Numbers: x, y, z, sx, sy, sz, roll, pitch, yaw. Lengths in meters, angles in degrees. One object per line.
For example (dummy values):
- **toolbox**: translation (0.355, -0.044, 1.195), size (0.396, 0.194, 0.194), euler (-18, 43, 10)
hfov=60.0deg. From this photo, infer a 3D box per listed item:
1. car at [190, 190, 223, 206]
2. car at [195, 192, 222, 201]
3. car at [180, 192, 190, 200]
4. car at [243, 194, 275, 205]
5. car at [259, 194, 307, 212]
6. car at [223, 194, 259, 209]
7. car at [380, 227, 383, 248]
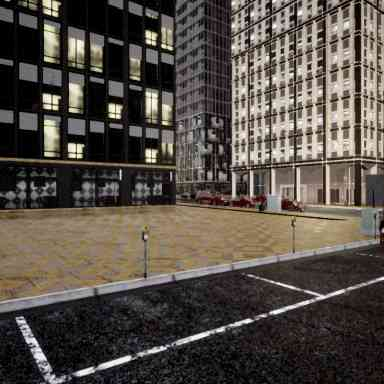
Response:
- **car**: translation (2.470, 0.731, 40.985), size (2.192, 1.841, 5.009), euler (1, 0, -36)
- **car**: translation (2.641, 0.710, 55.122), size (1.752, 1.417, 4.829), euler (1, 0, -36)
- **car**: translation (-0.511, 0.647, 59.516), size (1.947, 1.339, 4.313), euler (1, 0, -36)
- **car**: translation (9.237, 0.985, 45.919), size (1.802, 1.307, 4.206), euler (1, 0, -36)
- **car**: translation (8.963, 1.071, 31.926), size (1.967, 1.590, 4.097), euler (1, 0, -36)
- **car**: translation (5.711, 1.105, 36.456), size (1.802, 1.307, 4.206), euler (1, 0, -36)
- **car**: translation (9.155, 1.441, 13.094), size (4.097, 1.590, 1.967), euler (0, 0, -36)
